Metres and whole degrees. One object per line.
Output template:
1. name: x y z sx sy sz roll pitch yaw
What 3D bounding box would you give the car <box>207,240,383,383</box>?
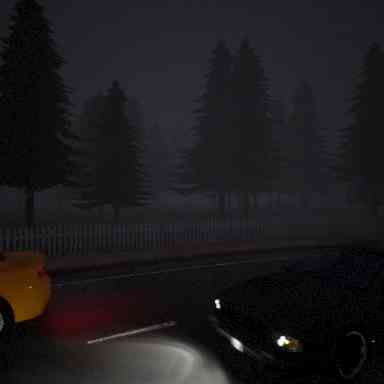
1. car: 2.953 1.549 5.427 5.357 1.411 2.033 0 0 -26

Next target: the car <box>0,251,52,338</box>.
1. car: -4.711 1.479 4.707 5.008 1.535 1.882 0 0 -35
